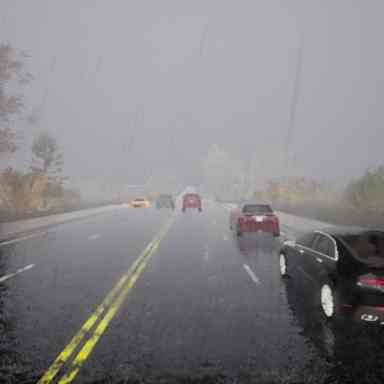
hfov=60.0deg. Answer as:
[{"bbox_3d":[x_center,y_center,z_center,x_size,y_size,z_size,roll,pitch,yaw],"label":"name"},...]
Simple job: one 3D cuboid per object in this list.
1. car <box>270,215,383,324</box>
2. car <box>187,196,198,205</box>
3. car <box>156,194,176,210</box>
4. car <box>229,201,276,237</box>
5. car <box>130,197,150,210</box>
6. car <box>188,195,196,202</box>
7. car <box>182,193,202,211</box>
[{"bbox_3d":[3.249,1.498,7.193,1.837,1.490,4.892,0,0,0],"label":"car"},{"bbox_3d":[0.091,1.449,56.541,1.812,1.442,4.674,0,0,0],"label":"car"},{"bbox_3d":[-3.256,1.275,42.246,2.150,2.045,5.566,0,0,0],"label":"car"},{"bbox_3d":[3.248,1.335,18.163,2.097,1.767,4.553,0,0,0],"label":"car"},{"bbox_3d":[-6.511,1.428,41.899,1.882,1.535,5.008,0,0,0],"label":"car"},{"bbox_3d":[-0.011,1.373,73.635,1.882,1.535,5.008,0,0,0],"label":"car"},{"bbox_3d":[-0.009,1.170,40.355,2.150,2.045,5.566,0,0,0],"label":"car"}]
